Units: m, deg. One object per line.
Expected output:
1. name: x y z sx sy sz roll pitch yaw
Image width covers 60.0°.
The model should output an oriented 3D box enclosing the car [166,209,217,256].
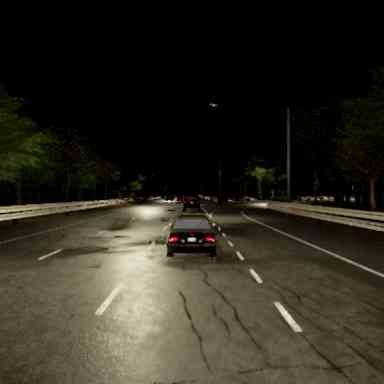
1. car: -0.010 1.622 13.404 2.033 1.411 5.357 0 0 0

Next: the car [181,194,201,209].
1. car: -0.027 1.466 44.096 2.150 2.045 5.566 0 0 0

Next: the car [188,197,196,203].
1. car: -0.048 1.945 81.297 1.882 1.535 5.008 0 0 0
